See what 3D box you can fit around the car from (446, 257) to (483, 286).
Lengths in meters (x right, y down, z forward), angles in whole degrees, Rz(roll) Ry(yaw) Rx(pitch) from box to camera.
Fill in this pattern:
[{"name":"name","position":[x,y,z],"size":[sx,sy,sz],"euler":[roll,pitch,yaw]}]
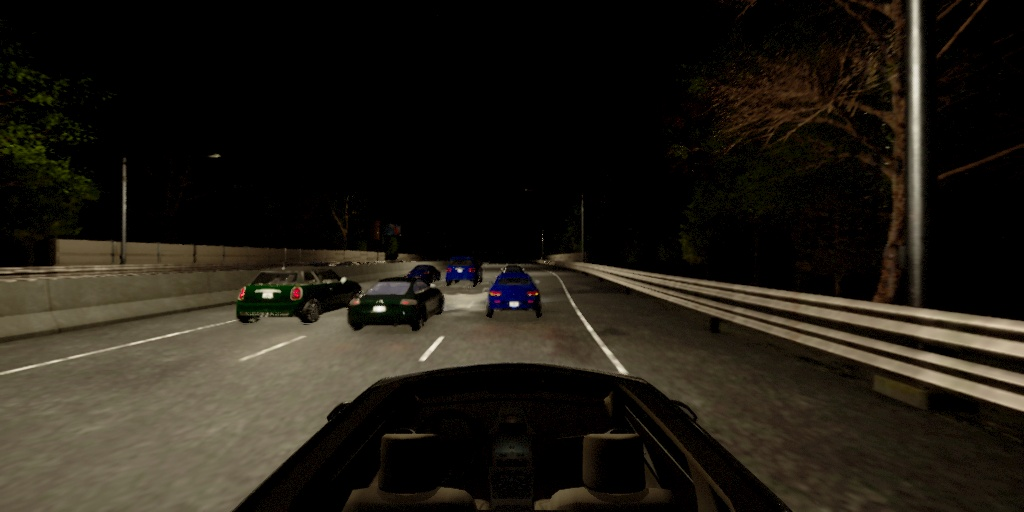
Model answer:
[{"name":"car","position":[-3.431,1.090,26.448],"size":[2.150,2.045,5.566],"euler":[0,0,0]}]

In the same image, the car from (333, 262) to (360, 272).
[{"name":"car","position":[-24.542,1.573,53.345],"size":[1.994,1.385,4.181],"euler":[0,0,0]}]

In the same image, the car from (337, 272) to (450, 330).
[{"name":"car","position":[-3.433,1.356,11.342],"size":[1.994,1.385,4.181],"euler":[0,0,0]}]

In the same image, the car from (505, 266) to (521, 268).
[{"name":"car","position":[0.077,1.439,28.241],"size":[1.994,1.385,4.181],"euler":[0,0,0]}]

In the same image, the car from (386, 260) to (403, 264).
[{"name":"car","position":[-17.549,1.365,53.621],"size":[2.097,1.767,4.553],"euler":[0,0,0]}]

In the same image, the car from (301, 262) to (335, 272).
[{"name":"car","position":[-28.037,1.549,52.028],"size":[2.033,1.411,5.357],"euler":[0,0,1]}]

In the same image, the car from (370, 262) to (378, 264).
[{"name":"car","position":[-21.042,1.610,53.214],"size":[1.895,1.301,4.718],"euler":[0,0,1]}]

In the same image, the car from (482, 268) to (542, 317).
[{"name":"car","position":[0.077,1.329,13.396],"size":[1.812,1.442,4.674],"euler":[0,0,0]}]

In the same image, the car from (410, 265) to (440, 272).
[{"name":"car","position":[-6.920,1.402,28.627],"size":[1.812,1.442,4.674],"euler":[0,0,0]}]

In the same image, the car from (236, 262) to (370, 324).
[{"name":"car","position":[-6.929,1.148,12.316],"size":[2.097,1.767,4.553],"euler":[0,0,0]}]
